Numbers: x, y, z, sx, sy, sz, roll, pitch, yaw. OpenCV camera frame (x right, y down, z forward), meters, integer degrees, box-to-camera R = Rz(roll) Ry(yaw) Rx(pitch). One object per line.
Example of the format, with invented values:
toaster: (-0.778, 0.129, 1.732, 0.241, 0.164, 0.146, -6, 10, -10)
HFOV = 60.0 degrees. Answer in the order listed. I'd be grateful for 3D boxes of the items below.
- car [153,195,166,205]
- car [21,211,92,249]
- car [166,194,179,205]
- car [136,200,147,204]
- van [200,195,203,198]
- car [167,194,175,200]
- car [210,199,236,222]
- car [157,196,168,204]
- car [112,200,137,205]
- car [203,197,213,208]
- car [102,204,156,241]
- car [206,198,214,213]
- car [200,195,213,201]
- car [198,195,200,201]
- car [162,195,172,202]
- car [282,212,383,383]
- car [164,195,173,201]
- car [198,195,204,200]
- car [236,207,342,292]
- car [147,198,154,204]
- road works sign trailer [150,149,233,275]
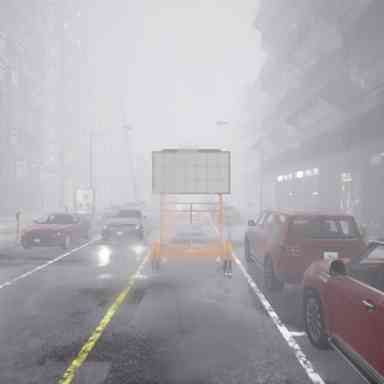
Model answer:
car: (-5.787, 1.427, 54.111, 1.967, 1.590, 4.097, 1, 0, 0)
car: (-5.709, 1.547, 14.511, 1.887, 1.381, 4.507, 1, 0, 0)
car: (-3.201, 1.462, 56.735, 1.882, 1.535, 5.008, 0, 0, 0)
car: (-5.743, 1.545, 31.481, 1.887, 1.381, 4.507, 1, 0, 0)
van: (2.595, 1.328, 54.092, 1.690, 1.788, 3.998, 1, 0, 0)
car: (-5.865, 1.387, 93.707, 1.967, 1.590, 4.097, 1, 0, 0)
car: (2.649, 1.527, 25.978, 1.752, 1.417, 4.829, 1, 0, 0)
car: (-5.811, 1.560, 65.424, 1.802, 1.307, 4.206, 1, 0, 0)
car: (-5.733, 1.584, 25.825, 1.802, 1.307, 4.206, 1, 0, 0)
car: (2.626, 1.548, 37.121, 2.008, 1.369, 4.403, 1, 0, 0)
car: (-3.135, 1.528, 16.722, 1.812, 1.442, 4.674, 0, 0, 0)
car: (2.637, 1.566, 31.464, 1.947, 1.339, 4.313, 1, 0, 0)
car: (2.603, 1.556, 48.435, 1.947, 1.339, 4.313, 1, 0, 0)
car: (2.546, 1.549, 76.718, 1.802, 1.307, 4.206, 1, 0, 0)
car: (-5.832, 1.407, 76.737, 1.967, 1.590, 4.097, 1, 0, 0)
car: (2.697, 1.316, 3.181, 2.192, 1.841, 5.009, 1, 0, 0)
car: (-5.845, 1.543, 82.392, 1.802, 1.307, 4.206, 1, 0, 0)
car: (2.513, 1.528, 93.688, 1.802, 1.307, 4.206, 1, 0, 0)
car: (2.685, 1.317, 8.838, 2.192, 1.841, 5.009, 1, 0, 0)
car: (-5.755, 1.563, 37.138, 1.947, 1.339, 4.313, 1, 0, 0)
road works sign trailer: (-0.020, 0.466, 10.397, 2.380, 3.560, 2.880, 0, 0, 0)
